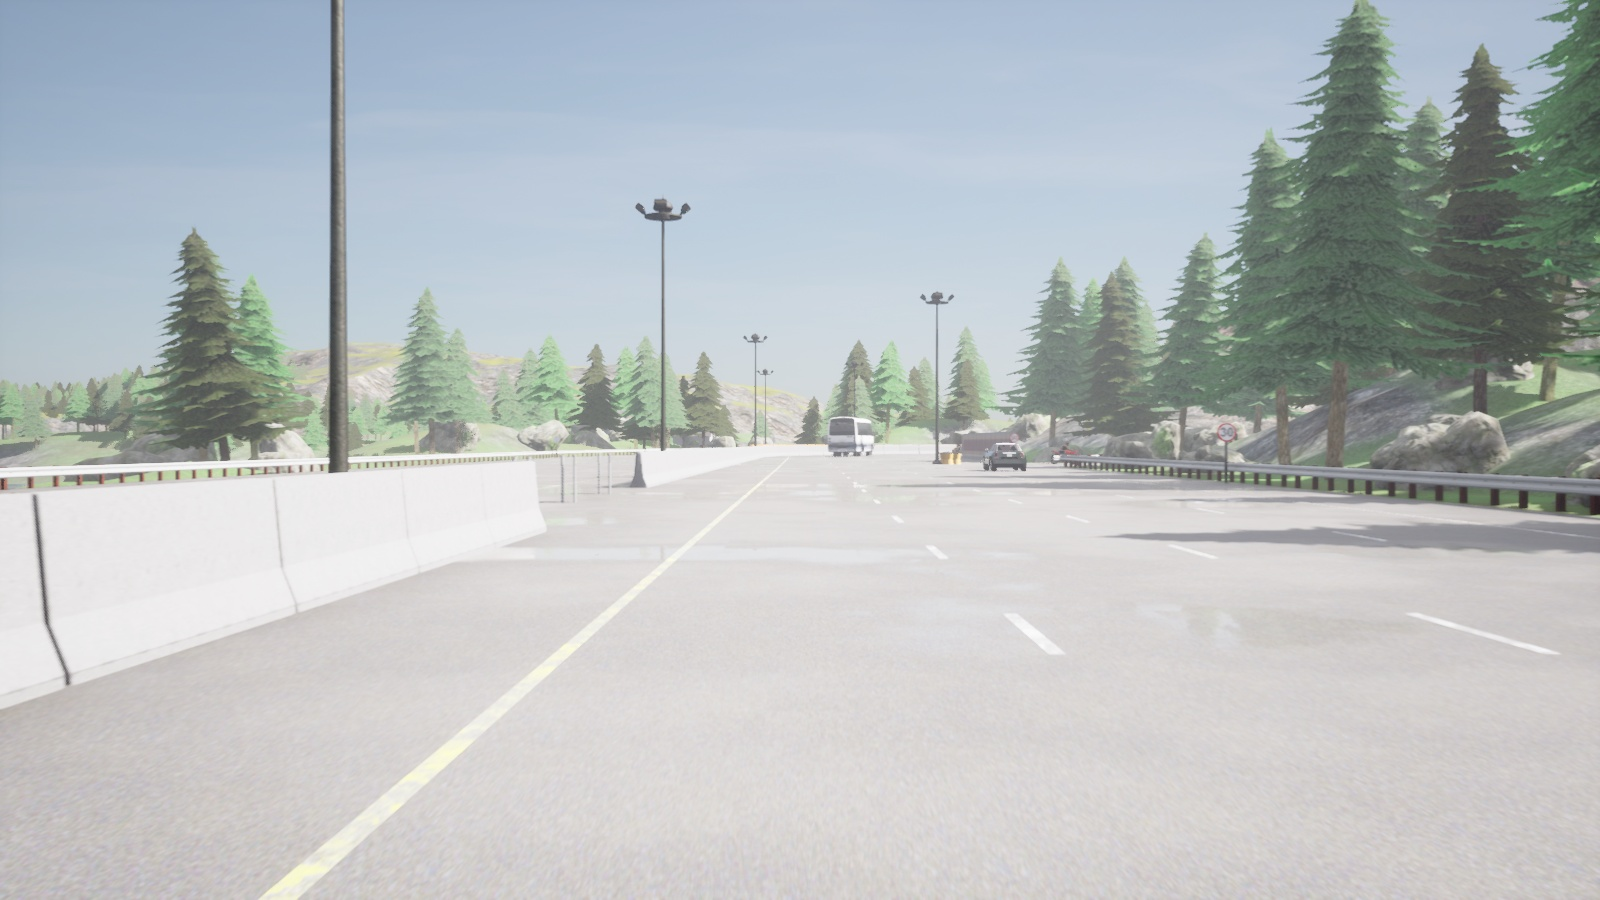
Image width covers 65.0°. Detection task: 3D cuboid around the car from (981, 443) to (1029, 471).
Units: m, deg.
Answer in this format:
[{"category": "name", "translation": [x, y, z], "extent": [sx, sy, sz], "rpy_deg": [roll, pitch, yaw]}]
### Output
[{"category": "car", "translation": [10.902, 0.342, 67.131], "extent": [1.970, 1.475, 3.806], "rpy_deg": [0, 0, 0]}]
